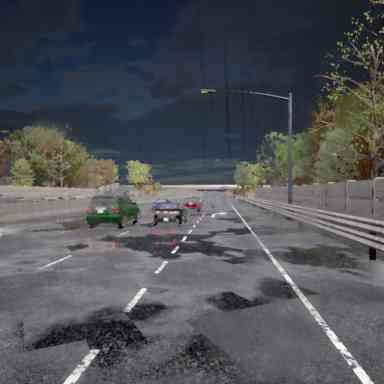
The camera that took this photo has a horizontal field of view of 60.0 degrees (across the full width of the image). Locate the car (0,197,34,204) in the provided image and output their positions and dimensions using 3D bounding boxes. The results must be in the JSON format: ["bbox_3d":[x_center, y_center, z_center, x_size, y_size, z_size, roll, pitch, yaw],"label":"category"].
[{"bbox_3d":[-18.048,1.566,35.652,1.994,1.385,4.181,0,0,5],"label":"car"}]

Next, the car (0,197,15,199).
[{"bbox_3d":[-21.613,1.549,35.046,2.033,1.411,5.357,0,0,5],"label":"car"}]

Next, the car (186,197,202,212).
[{"bbox_3d":[0.050,1.357,39.338,2.097,1.767,4.553,0,0,5],"label":"car"}]

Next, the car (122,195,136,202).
[{"bbox_3d":[-14.377,1.553,75.802,1.837,1.490,4.892,0,0,5],"label":"car"}]

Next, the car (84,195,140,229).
[{"bbox_3d":[-5.022,1.221,21.830,2.150,2.045,5.566,0,0,5],"label":"car"}]

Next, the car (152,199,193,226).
[{"bbox_3d":[-1.388,1.491,23.156,2.128,1.511,4.902,0,0,5],"label":"car"}]

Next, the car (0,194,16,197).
[{"bbox_3d":[-24.352,1.358,43.770,2.097,1.767,4.553,0,0,5],"label":"car"}]

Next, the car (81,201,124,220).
[{"bbox_3d":[-7.831,1.548,29.728,2.033,1.411,5.357,0,0,5],"label":"car"}]
